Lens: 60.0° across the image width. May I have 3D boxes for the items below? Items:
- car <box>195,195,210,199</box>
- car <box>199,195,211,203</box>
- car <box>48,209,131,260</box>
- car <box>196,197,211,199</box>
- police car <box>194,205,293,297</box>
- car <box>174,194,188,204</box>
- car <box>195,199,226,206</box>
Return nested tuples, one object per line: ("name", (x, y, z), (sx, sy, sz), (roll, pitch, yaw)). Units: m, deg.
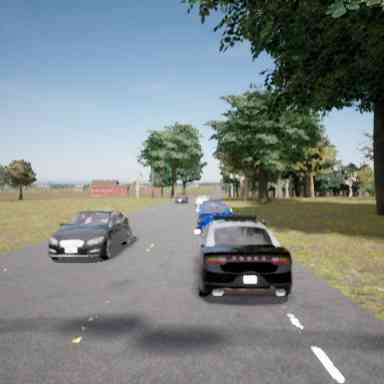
("car", (1.450, 1.226, 46.213), (1.812, 1.442, 4.674), (0, 0, 4))
("car", (2.455, 1.197, 61.274), (1.895, 1.301, 4.718), (0, 0, 5))
("car", (-3.497, 1.417, 12.149), (2.128, 1.511, 4.902), (0, 0, 1))
("car", (1.419, 1.352, 24.464), (1.837, 1.490, 4.892), (0, 0, 2))
("police car", (1.085, 1.374, 8.637), (1.930, 1.638, 5.238), (0, 0, 1))
("car", (-1.680, 1.135, 53.682), (2.128, 1.511, 4.902), (0, 0, 4))
("car", (1.253, 1.363, 18.489), (1.882, 1.535, 5.008), (0, 0, 1))
